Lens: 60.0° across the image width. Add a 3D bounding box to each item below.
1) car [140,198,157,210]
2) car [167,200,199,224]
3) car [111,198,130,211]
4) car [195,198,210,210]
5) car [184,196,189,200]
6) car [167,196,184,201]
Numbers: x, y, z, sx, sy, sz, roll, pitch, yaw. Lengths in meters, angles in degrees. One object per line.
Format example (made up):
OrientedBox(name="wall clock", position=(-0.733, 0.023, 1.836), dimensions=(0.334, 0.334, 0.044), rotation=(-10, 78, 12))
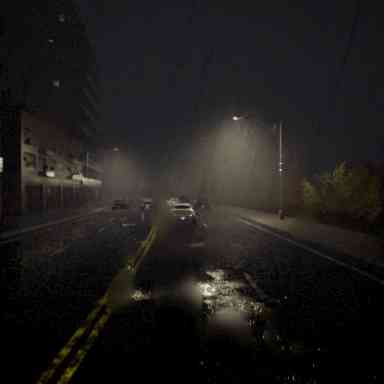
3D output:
OrientedBox(name="car", position=(-5.565, 1.524, 42.599), dimensions=(2.128, 1.511, 4.902), rotation=(0, 0, -5))
OrientedBox(name="car", position=(-0.747, 1.543, 24.789), dimensions=(1.812, 1.442, 4.674), rotation=(0, 0, -3))
OrientedBox(name="car", position=(-8.680, 1.548, 40.851), dimensions=(1.837, 1.490, 4.892), rotation=(0, 0, -5))
OrientedBox(name="car", position=(1.126, 1.514, 42.615), dimensions=(1.837, 1.490, 4.892), rotation=(0, -1, -5))
OrientedBox(name="car", position=(-1.749, 1.510, 66.079), dimensions=(1.837, 1.490, 4.892), rotation=(0, 0, -8))
OrientedBox(name="car", position=(-2.488, 1.547, 46.229), dimensions=(1.812, 1.442, 4.674), rotation=(0, 0, -6))
